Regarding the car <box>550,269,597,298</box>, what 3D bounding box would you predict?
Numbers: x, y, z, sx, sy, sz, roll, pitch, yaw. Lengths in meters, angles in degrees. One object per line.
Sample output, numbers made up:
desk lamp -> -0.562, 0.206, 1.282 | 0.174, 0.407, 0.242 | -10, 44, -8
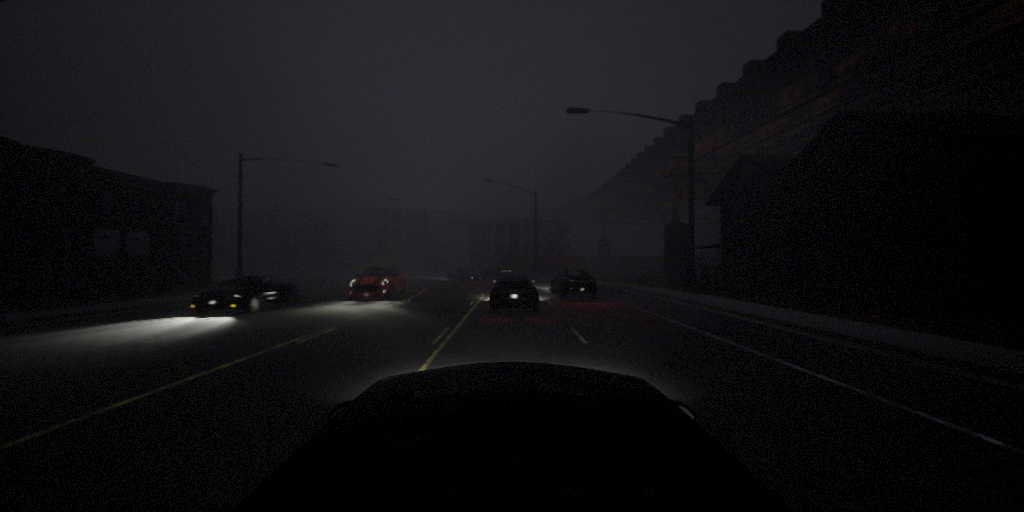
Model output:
car -> 3.352, 1.493, 20.239 | 2.128, 1.511, 4.902 | 0, -1, -3

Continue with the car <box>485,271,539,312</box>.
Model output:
car -> 0.082, 1.500, 15.411 | 1.994, 1.385, 4.181 | 0, -1, 0

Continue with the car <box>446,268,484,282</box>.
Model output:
car -> -4.936, 1.814, 35.895 | 1.895, 1.301, 4.718 | 1, -1, -31

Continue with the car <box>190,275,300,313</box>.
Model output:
car -> -10.696, 1.488, 14.744 | 1.994, 1.385, 4.181 | 0, -1, -1

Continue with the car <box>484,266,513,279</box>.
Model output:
car -> -1.617, 1.720, 36.955 | 2.128, 1.511, 4.902 | 1, -1, -29

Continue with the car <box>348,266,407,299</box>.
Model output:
car -> -7.263, 1.345, 19.741 | 2.097, 1.767, 4.553 | 0, -1, -4
